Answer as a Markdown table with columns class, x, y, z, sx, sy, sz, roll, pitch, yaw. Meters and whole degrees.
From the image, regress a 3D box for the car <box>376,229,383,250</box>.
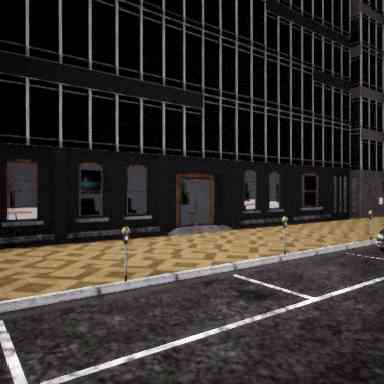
| class | x | y | z | sx | sy | sz | roll | pitch | yaw |
| --- | --- | --- | --- | --- | --- | --- | --- | --- | --- |
| car | 8.819 | 1.542 | 12.851 | 4.403 | 1.369 | 2.008 | 0 | 0 | -36 |
